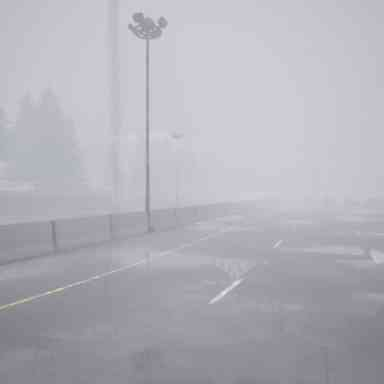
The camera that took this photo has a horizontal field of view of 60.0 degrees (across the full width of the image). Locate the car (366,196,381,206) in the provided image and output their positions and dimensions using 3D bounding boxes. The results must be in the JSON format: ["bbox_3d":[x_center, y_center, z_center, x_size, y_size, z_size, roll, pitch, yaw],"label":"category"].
[{"bbox_3d":[30.403,1.503,55.736,1.837,1.490,4.892,0,0,23],"label":"car"}]

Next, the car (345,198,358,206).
[{"bbox_3d":[26.143,1.599,54.618,1.895,1.301,4.718,0,0,22],"label":"car"}]

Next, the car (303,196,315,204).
[{"bbox_3d":[22.673,1.503,64.494,1.837,1.490,4.892,0,0,23],"label":"car"}]

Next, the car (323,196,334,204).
[{"bbox_3d":[26.639,1.475,64.923,1.882,1.535,5.008,0,0,23],"label":"car"}]
